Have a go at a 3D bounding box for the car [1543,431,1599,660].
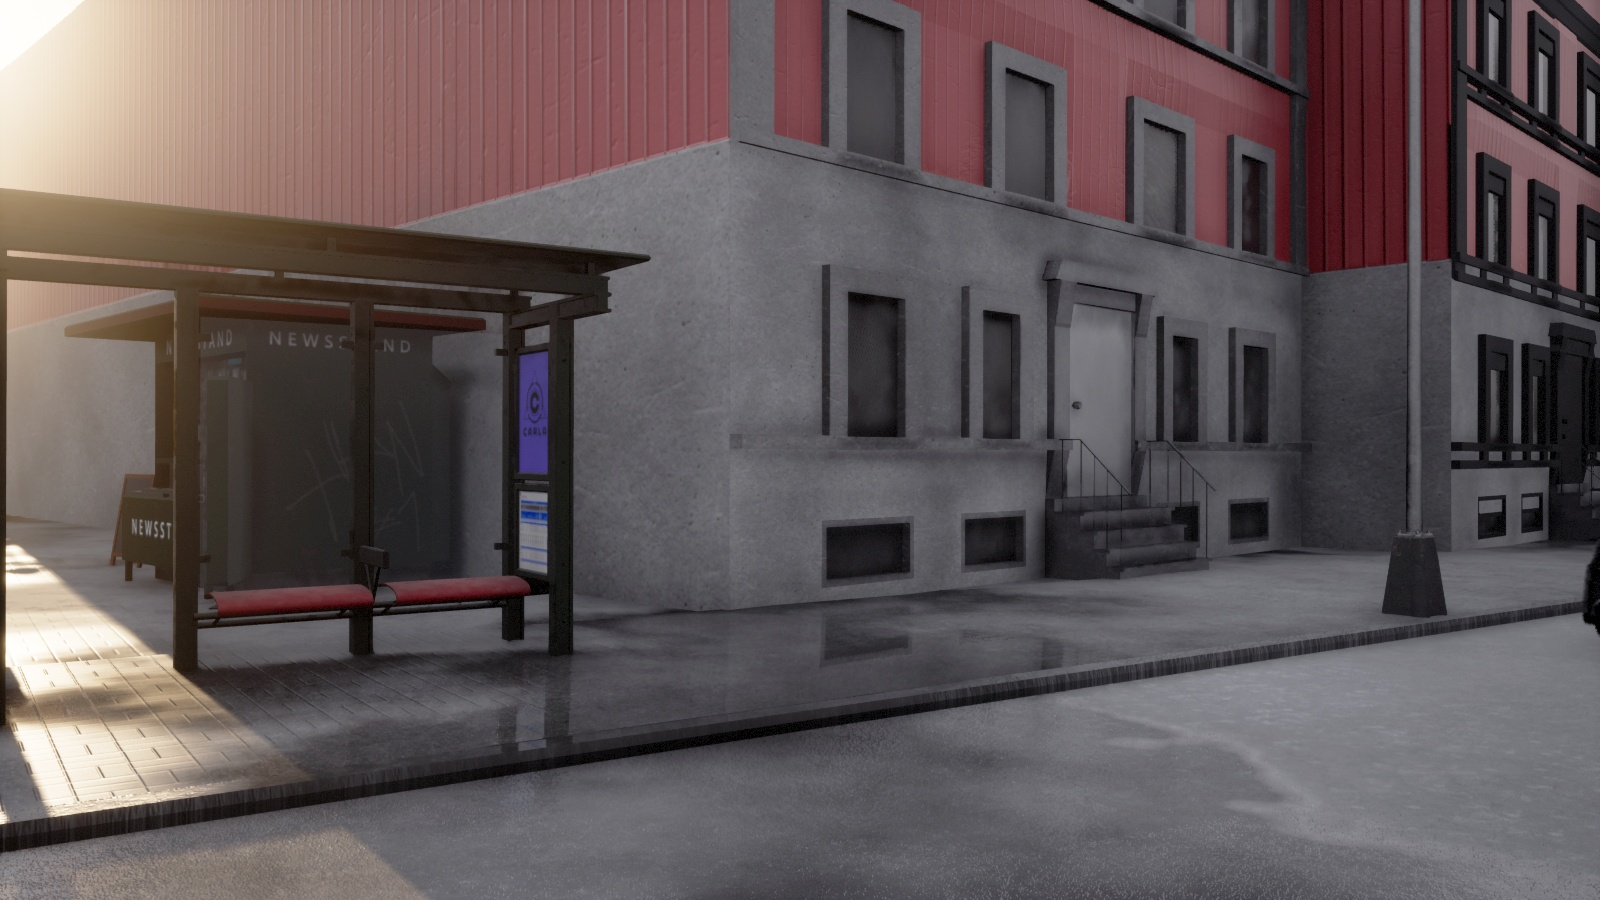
[{"bbox_3d":[8.115,0.682,9.919,4.856,1.649,2.033,0,0,-35],"label":"car"}]
